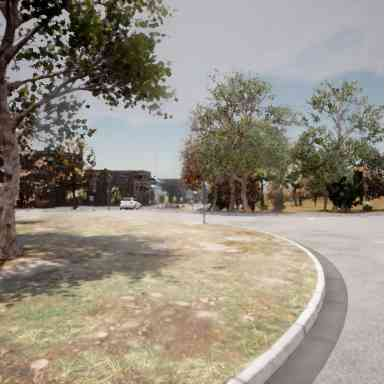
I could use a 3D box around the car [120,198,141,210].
[{"bbox_3d":[-9.892,2.050,53.981,2.150,2.045,5.566,0,-4,7],"label":"car"}]
